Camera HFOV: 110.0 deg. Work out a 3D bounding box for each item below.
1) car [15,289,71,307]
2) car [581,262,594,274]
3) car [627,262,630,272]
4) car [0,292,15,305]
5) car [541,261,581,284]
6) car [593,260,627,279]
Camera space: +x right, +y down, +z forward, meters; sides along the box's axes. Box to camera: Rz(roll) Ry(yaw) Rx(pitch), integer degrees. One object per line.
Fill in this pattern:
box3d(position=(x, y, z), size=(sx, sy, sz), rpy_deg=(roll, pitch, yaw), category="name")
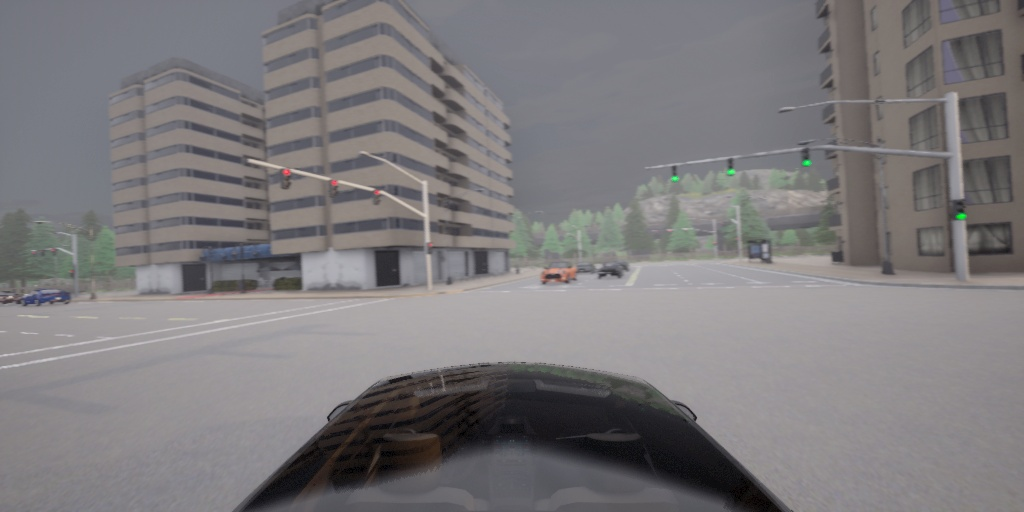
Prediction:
box3d(position=(-43.248, 3.807, 33.278), size=(5.008, 1.535, 1.882), rpy_deg=(-3, -1, 22), category="car")
box3d(position=(8.049, 1.321, 39.607), size=(1.994, 1.385, 4.181), rpy_deg=(-3, 0, 21), category="car")
box3d(position=(12.568, 1.151, 41.637), size=(1.895, 1.301, 4.718), rpy_deg=(-3, -1, 21), category="car")
box3d(position=(-52.746, 4.406, 36.927), size=(5.357, 1.411, 2.033), rpy_deg=(-3, -1, 21), category="car")
box3d(position=(3.739, 1.206, 28.244), size=(2.097, 1.767, 4.553), rpy_deg=(-3, -1, 21), category="car")
box3d(position=(8.622, 1.237, 31.223), size=(1.895, 1.301, 4.718), rpy_deg=(-3, -1, 21), category="car")
